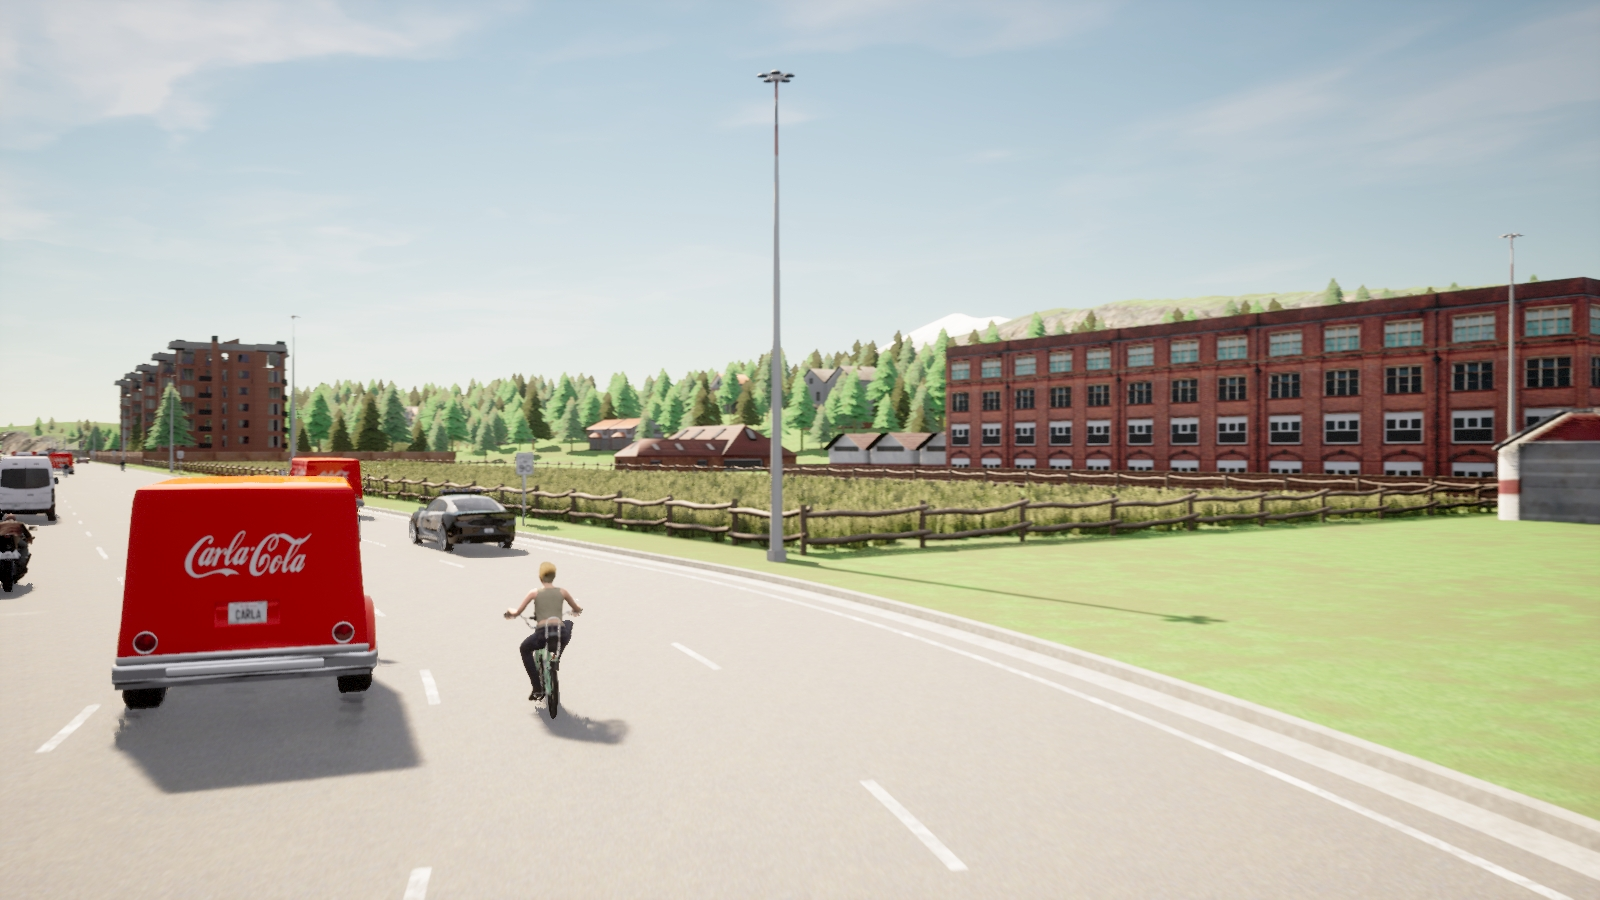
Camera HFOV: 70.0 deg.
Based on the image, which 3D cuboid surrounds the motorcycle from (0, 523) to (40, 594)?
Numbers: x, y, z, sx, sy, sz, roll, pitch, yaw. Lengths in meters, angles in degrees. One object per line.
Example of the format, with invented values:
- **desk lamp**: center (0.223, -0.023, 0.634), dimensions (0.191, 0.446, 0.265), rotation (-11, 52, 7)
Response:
- **motorcycle**: center (-16.180, 2.209, 23.454), dimensions (0.867, 1.251, 2.209), rotation (-1, 0, -32)

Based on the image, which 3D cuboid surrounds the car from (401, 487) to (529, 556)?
- **car**: center (-9.755, 1.983, 32.993), dimensions (2.097, 1.638, 5.238), rotation (0, 0, -34)

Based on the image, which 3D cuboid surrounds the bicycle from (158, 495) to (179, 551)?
- **bicycle**: center (-18.049, 2.060, 32.633), dimensions (0.373, 1.496, 1.643), rotation (0, 0, -34)

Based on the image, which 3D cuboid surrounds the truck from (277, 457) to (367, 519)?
- **truck**: center (-20.635, 1.574, 49.202), dimensions (2.627, 2.467, 5.204), rotation (0, 0, -34)

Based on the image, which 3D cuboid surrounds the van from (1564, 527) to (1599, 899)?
- **van**: center (3.602, 1.533, 0.684), dimensions (1.988, 2.561, 5.915), rotation (1, 0, -5)

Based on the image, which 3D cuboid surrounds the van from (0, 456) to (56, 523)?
- **van**: center (-31.889, 1.544, 47.082), dimensions (1.988, 2.561, 5.915), rotation (0, 0, -34)

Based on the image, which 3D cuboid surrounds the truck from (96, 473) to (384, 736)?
- **truck**: center (-6.656, 1.567, 14.028), dimensions (2.627, 2.467, 5.204), rotation (0, 0, -23)

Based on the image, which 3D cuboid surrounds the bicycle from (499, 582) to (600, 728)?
- **bicycle**: center (-2.732, 2.158, 12.332), dimensions (0.859, 1.276, 1.487), rotation (0, 0, -20)
